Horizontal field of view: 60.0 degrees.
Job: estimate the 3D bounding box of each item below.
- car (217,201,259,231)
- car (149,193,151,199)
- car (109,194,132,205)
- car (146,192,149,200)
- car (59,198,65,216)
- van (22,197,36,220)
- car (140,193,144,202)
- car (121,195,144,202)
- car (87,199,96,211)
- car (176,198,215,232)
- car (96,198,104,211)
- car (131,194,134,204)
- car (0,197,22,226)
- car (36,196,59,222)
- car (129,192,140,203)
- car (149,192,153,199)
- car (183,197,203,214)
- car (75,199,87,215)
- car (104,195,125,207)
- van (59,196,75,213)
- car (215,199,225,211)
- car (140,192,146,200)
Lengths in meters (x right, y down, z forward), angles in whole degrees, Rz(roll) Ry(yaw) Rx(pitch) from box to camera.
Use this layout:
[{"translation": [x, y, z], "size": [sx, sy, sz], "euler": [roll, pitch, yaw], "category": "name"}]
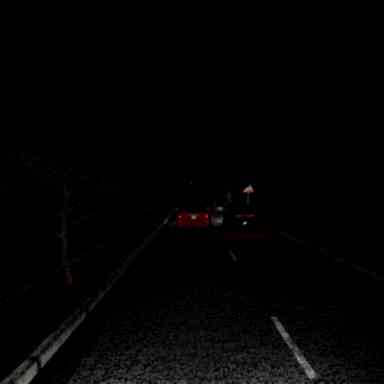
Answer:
[{"translation": [3.103, 1.623, 21.879], "size": [2.128, 1.511, 4.902], "euler": [0, 0, 0], "category": "car"}, {"translation": [-13.819, 1.482, 86.347], "size": [4.674, 1.452, 2.002], "euler": [-1, 1, -20], "category": "car"}, {"translation": [-14.007, 1.644, 59.249], "size": [5.366, 1.575, 1.946], "euler": [-1, 0, -20], "category": "car"}, {"translation": [-13.851, 1.357, 83.334], "size": [4.553, 1.767, 2.185], "euler": [-1, 1, -20], "category": "car"}, {"translation": [-13.849, 1.632, 29.354], "size": [4.892, 1.521, 2.231], "euler": [-1, 0, -20], "category": "car"}, {"translation": [-13.754, 1.400, 23.432], "size": [4.442, 1.987, 1.878], "euler": [-1, 0, -20], "category": "van"}, {"translation": [-13.655, 1.597, 71.395], "size": [5.366, 1.575, 1.946], "euler": [-1, 0, -20], "category": "car"}, {"translation": [-13.848, 1.582, 77.323], "size": [4.792, 1.488, 2.163], "euler": [-1, 1, -20], "category": "car"}, {"translation": [-13.844, 1.676, 38.301], "size": [4.674, 1.452, 2.002], "euler": [-1, 0, -20], "category": "car"}, {"translation": [0.102, 1.483, 21.297], "size": [2.097, 1.767, 4.553], "euler": [0, 0, 0], "category": "car"}, {"translation": [-13.821, 1.667, 41.319], "size": [4.792, 1.488, 2.163], "euler": [-1, 0, -20], "category": "car"}, {"translation": [-13.837, 1.681, 62.322], "size": [4.674, 1.452, 2.002], "euler": [-1, 0, -20], "category": "car"}, {"translation": [-13.890, 1.373, 20.389], "size": [5.566, 2.045, 2.435], "euler": [-1, 0, -20], "category": "car"}, {"translation": [-13.835, 1.377, 26.385], "size": [5.566, 2.045, 2.435], "euler": [-1, 0, -20], "category": "car"}, {"translation": [-13.808, 1.384, 65.341], "size": [5.566, 2.045, 2.435], "euler": [-1, 0, -20], "category": "car"}, {"translation": [-13.807, 1.398, 89.346], "size": [5.008, 1.535, 2.097], "euler": [-1, 1, -20], "category": "car"}, {"translation": [0.106, 1.497, 38.609], "size": [2.097, 1.767, 4.553], "euler": [0, 0, 0], "category": "car"}, {"translation": [-13.823, 1.508, 35.328], "size": [4.553, 1.767, 2.185], "euler": [-1, 0, -20], "category": "car"}, {"translation": [-13.813, 1.674, 53.325], "size": [4.792, 1.488, 2.163], "euler": [-1, 0, -20], "category": "car"}, {"translation": [-13.964, 1.408, 32.293], "size": [4.442, 1.987, 1.878], "euler": [-1, 0, -20], "category": "van"}, {"translation": [3.103, 1.615, 38.838], "size": [2.128, 1.511, 4.902], "euler": [0, -1, 0], "category": "car"}, {"translation": [-13.853, 1.330, 74.321], "size": [5.566, 2.045, 2.435], "euler": [-1, 1, -20], "category": "car"}]
